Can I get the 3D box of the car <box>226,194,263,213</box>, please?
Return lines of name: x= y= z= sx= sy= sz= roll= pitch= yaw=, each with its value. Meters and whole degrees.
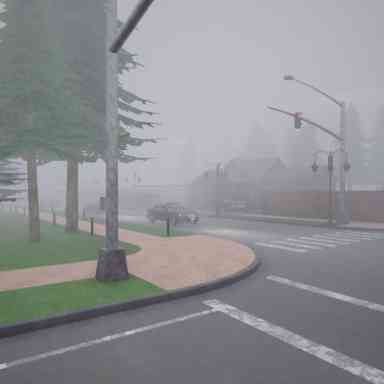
car: x=6.202 y=1.160 z=34.767 sx=4.605 sy=1.855 sz=1.932 roll=0 pitch=0 yaw=-37

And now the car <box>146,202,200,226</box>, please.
car: x=-1.428 y=1.477 z=23.361 sx=2.128 sy=1.511 sz=4.902 roll=0 pitch=0 yaw=-37

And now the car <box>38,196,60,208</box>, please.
car: x=-21.112 y=1.336 z=48.970 sx=2.097 sy=1.767 sz=4.553 roll=0 pitch=0 yaw=-42

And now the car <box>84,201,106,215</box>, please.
car: x=-9.331 y=1.587 z=33.932 sx=1.895 sy=1.301 sz=4.718 roll=0 pitch=0 yaw=-37

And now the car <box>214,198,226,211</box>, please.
car: x=4.382 y=1.161 z=36.545 sx=3.866 sy=1.878 sz=1.905 roll=0 pitch=0 yaw=-37
